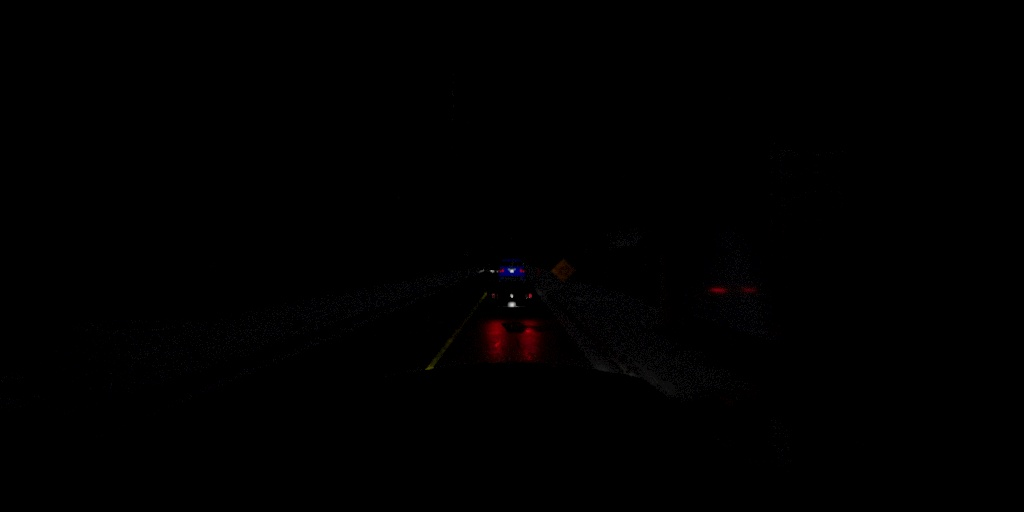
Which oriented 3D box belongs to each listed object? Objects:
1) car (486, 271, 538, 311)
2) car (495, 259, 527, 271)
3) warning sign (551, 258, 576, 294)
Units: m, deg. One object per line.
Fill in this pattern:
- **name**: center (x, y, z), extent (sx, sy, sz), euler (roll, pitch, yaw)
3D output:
- **car**: center (0.013, 1.483, 15.108), extent (1.895, 1.301, 4.718), euler (0, -1, 0)
- **car**: center (0.004, 1.247, 29.432), extent (2.150, 2.045, 5.566), euler (0, 0, 0)
- **warning sign**: center (2.712, 1.034, 18.888), extent (1.300, 1.860, 1.060), euler (0, 0, 0)
